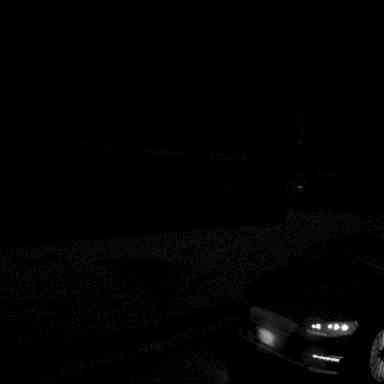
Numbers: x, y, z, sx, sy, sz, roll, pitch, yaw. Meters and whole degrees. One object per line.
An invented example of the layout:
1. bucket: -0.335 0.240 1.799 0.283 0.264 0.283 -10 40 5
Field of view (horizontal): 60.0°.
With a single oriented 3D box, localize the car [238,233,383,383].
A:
1. car: 2.903 1.491 5.449 4.902 1.511 2.128 0 0 -35
